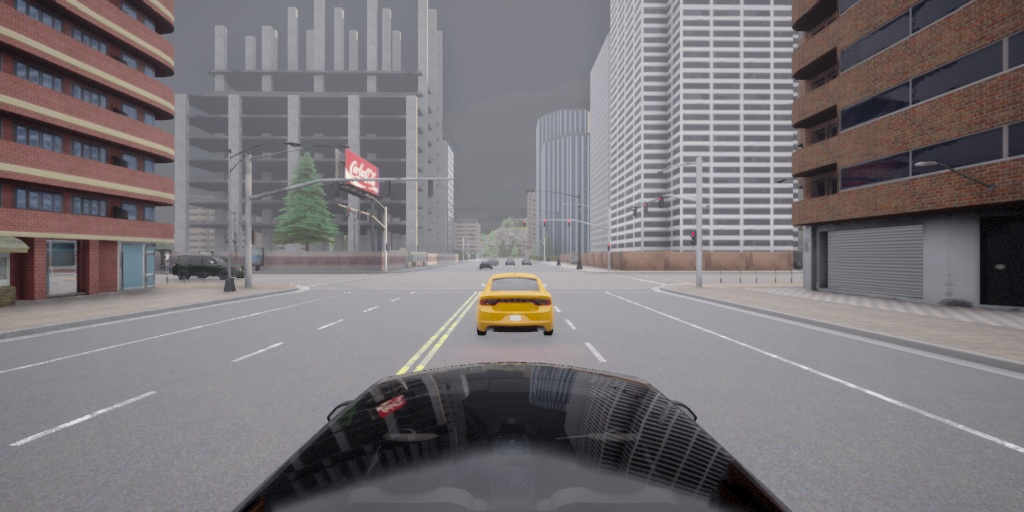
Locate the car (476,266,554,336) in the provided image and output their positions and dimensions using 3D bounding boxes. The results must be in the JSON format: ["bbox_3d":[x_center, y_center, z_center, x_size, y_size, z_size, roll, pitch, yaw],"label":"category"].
[{"bbox_3d":[0.065,1.227,10.468,1.882,1.535,5.008,0,0,0],"label":"car"}]

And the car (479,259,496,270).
[{"bbox_3d":[-3.855,1.348,53.985,1.895,1.301,4.718,0,0,0],"label":"car"}]

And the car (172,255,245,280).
[{"bbox_3d":[-25.296,0.964,30.302,5.566,2.045,2.150,1,0,-1],"label":"car"}]
